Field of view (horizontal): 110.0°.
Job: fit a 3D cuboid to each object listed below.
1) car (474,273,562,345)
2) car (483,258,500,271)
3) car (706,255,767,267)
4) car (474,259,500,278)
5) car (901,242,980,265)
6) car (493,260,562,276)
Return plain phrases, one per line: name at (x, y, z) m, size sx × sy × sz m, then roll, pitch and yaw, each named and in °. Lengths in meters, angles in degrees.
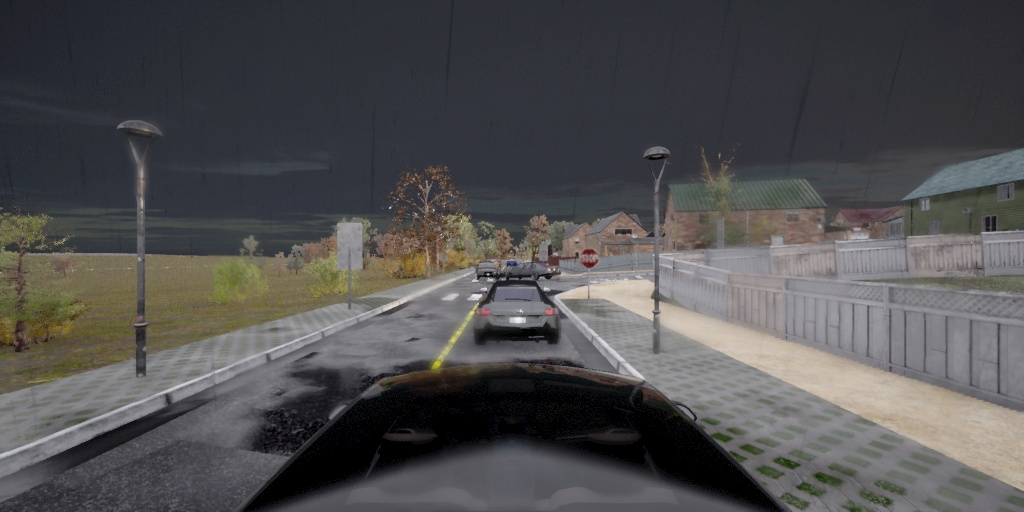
car at (0.099, 1.313, 9.506) m, size 1.994 × 1.385 × 4.181 m, roll 0°, pitch 0°, yaw -1°
car at (-2.869, 1.121, 51.249) m, size 2.097 × 1.767 × 4.553 m, roll 0°, pitch 0°, yaw 1°
car at (14.378, 0.413, 22.904) m, size 4.181 × 1.385 × 1.994 m, roll -3°, pitch 0°, yaw 16°
car at (-2.264, 1.258, 31.431) m, size 1.837 × 1.490 × 4.892 m, roll 0°, pitch 0°, yaw -8°
car at (23.880, -0.208, 20.486) m, size 4.902 × 1.511 × 2.128 m, roll -3°, pitch 0°, yaw 14°
car at (1.325, 1.198, 28.522) m, size 5.357 × 1.411 × 2.033 m, roll -4°, pitch -3°, yaw 43°
